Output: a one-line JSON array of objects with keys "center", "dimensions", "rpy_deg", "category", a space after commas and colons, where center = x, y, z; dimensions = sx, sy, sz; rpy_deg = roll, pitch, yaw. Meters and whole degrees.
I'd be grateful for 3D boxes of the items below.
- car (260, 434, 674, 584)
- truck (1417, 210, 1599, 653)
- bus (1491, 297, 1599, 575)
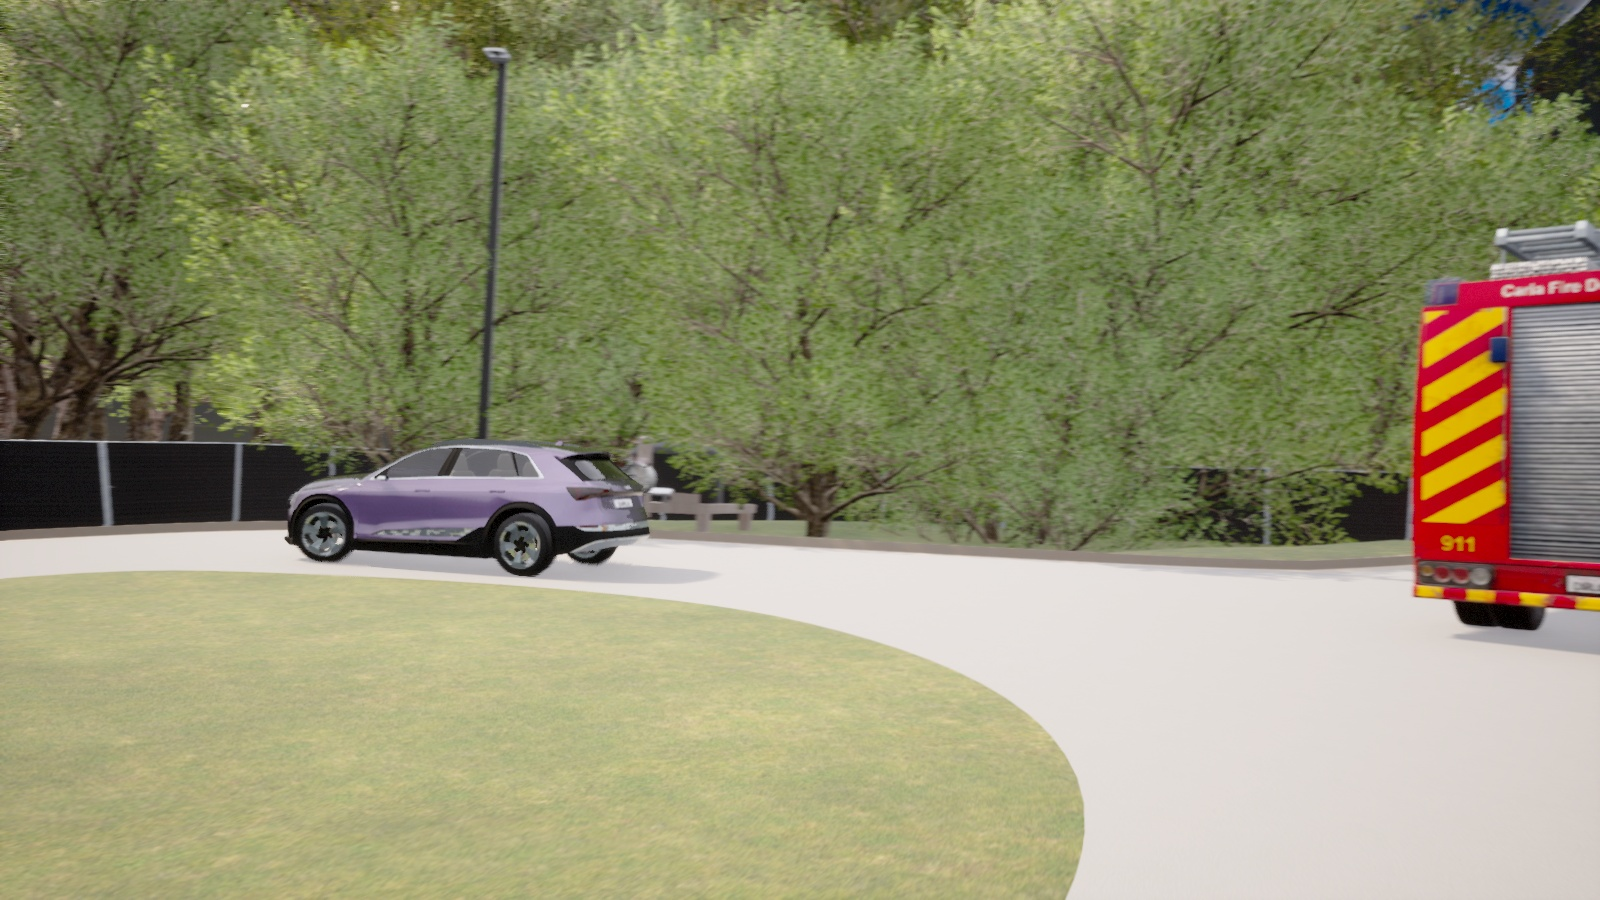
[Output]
[{"center": [-4.306, 0.680, 16.321], "dimensions": [4.856, 1.649, 2.033], "rpy_deg": [1, 0, 19], "category": "car"}, {"center": [9.710, -0.074, 14.009], "dimensions": [2.891, 3.827, 8.468], "rpy_deg": [0, -1, 42], "category": "truck"}, {"center": [16.858, -0.419, 21.500], "dimensions": [10.273, 4.253, 3.944], "rpy_deg": [-3, 1, -30], "category": "bus"}]
